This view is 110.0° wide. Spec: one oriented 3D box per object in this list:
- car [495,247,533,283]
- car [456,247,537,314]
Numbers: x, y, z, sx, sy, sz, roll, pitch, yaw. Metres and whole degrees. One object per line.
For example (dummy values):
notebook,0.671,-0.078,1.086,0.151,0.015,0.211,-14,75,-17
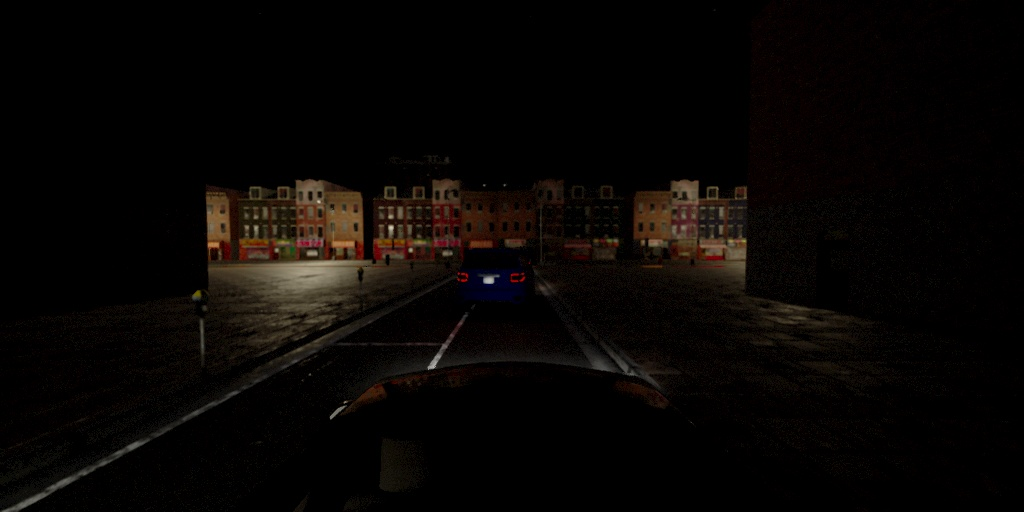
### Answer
car,0.078,0.454,23.156,2.150,2.045,5.566,0,2,0
car,-0.377,0.707,12.566,2.150,2.045,5.566,0,1,6
